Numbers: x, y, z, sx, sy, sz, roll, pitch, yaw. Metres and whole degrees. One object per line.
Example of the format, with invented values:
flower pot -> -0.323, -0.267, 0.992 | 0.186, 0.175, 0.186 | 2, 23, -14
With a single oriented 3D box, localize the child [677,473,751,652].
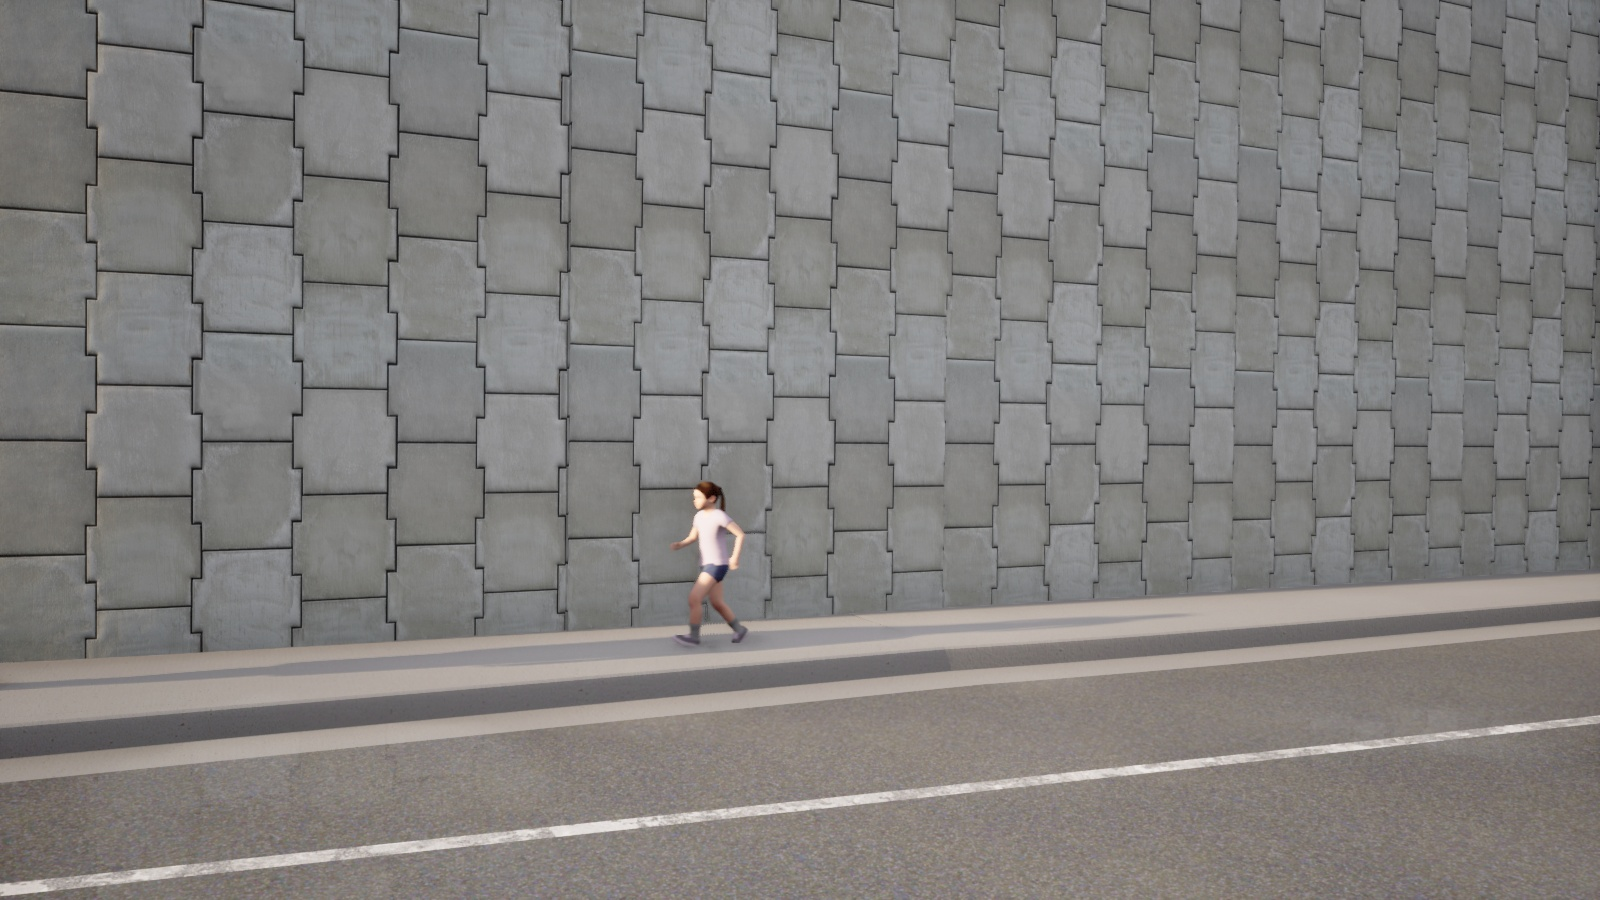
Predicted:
child -> -0.553, 0.708, 8.056 | 0.394, 1.110, 0.255 | -1, 1, -26
